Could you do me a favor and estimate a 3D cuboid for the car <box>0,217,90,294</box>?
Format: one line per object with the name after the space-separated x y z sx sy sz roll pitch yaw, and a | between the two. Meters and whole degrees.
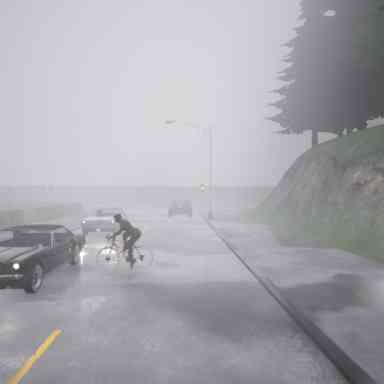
-4.401 1.601 8.908 1.895 1.301 4.718 0 0 -2 | car

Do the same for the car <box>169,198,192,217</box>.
-1.114 1.352 31.628 2.097 1.767 4.553 0 0 -2 | car

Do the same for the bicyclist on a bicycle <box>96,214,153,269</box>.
-1.968 1.451 9.661 1.656 1.620 0.582 -2 0 -2 | bicyclist on a bicycle

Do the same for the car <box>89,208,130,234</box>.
-4.796 1.601 18.898 1.895 1.301 4.718 0 0 -2 | car
